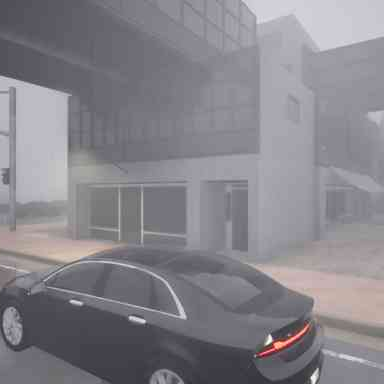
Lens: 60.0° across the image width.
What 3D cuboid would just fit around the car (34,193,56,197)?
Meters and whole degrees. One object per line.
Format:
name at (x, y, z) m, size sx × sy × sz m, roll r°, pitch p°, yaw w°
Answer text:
car at (-31.249, 1.153, 69.870) m, size 4.605 × 1.855 × 1.932 m, roll 0°, pitch 0°, yaw 35°

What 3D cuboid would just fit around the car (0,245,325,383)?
car at (-0.809, 1.505, 4.569) m, size 4.892 × 1.490 × 1.837 m, roll 0°, pitch 0°, yaw 36°

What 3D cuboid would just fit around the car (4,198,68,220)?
car at (-12.896, 1.505, 28.497) m, size 1.837 × 1.490 × 4.892 m, roll 0°, pitch 0°, yaw 37°

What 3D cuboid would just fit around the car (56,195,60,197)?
car at (-29.522, 1.364, 72.196) m, size 3.905 × 1.438 × 1.784 m, roll 0°, pitch 0°, yaw 35°

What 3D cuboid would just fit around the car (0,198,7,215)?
car at (-18.377, 1.564, 33.151) m, size 1.994 × 1.385 × 4.181 m, roll 0°, pitch 0°, yaw 36°
